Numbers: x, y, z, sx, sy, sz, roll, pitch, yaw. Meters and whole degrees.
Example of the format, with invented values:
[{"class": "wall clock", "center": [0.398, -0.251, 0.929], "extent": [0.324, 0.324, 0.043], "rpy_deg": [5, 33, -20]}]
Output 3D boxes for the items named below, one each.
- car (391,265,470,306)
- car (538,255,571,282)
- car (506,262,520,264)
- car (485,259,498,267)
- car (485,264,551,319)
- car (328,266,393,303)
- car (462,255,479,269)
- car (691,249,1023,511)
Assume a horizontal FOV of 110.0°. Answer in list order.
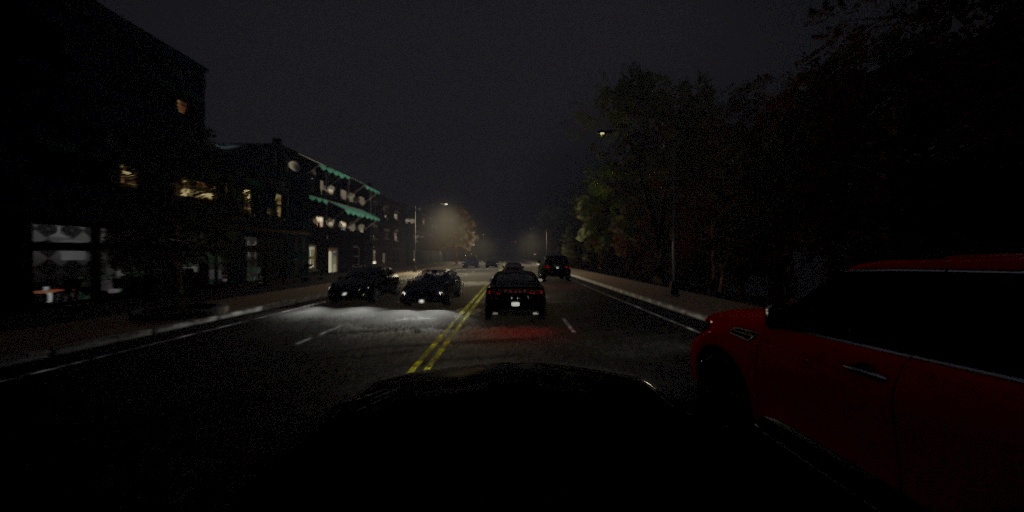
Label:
[{"class": "car", "center": [-3.348, 1.288, 15.922], "extent": [2.033, 1.411, 5.357], "rpy_deg": [0, 0, 0]}, {"class": "car", "center": [3.357, 0.952, 29.116], "extent": [2.150, 2.045, 5.566], "rpy_deg": [0, 0, 0]}, {"class": "car", "center": [0.107, 1.255, 30.910], "extent": [1.812, 1.442, 4.674], "rpy_deg": [0, 0, 0]}, {"class": "car", "center": [-3.286, 1.257, 57.660], "extent": [2.033, 1.411, 5.357], "rpy_deg": [0, 0, 1]}, {"class": "car", "center": [0.103, 1.220, 12.731], "extent": [1.882, 1.535, 5.008], "rpy_deg": [0, 0, 0]}, {"class": "car", "center": [-6.596, 1.245, 16.541], "extent": [1.837, 1.490, 4.892], "rpy_deg": [0, 0, 0]}, {"class": "car", "center": [-6.540, 0.931, 57.550], "extent": [2.150, 2.045, 5.566], "rpy_deg": [0, 0, 1]}, {"class": "car", "center": [3.362, 0.971, 2.247], "extent": [2.150, 2.045, 5.566], "rpy_deg": [0, 0, 0]}]
